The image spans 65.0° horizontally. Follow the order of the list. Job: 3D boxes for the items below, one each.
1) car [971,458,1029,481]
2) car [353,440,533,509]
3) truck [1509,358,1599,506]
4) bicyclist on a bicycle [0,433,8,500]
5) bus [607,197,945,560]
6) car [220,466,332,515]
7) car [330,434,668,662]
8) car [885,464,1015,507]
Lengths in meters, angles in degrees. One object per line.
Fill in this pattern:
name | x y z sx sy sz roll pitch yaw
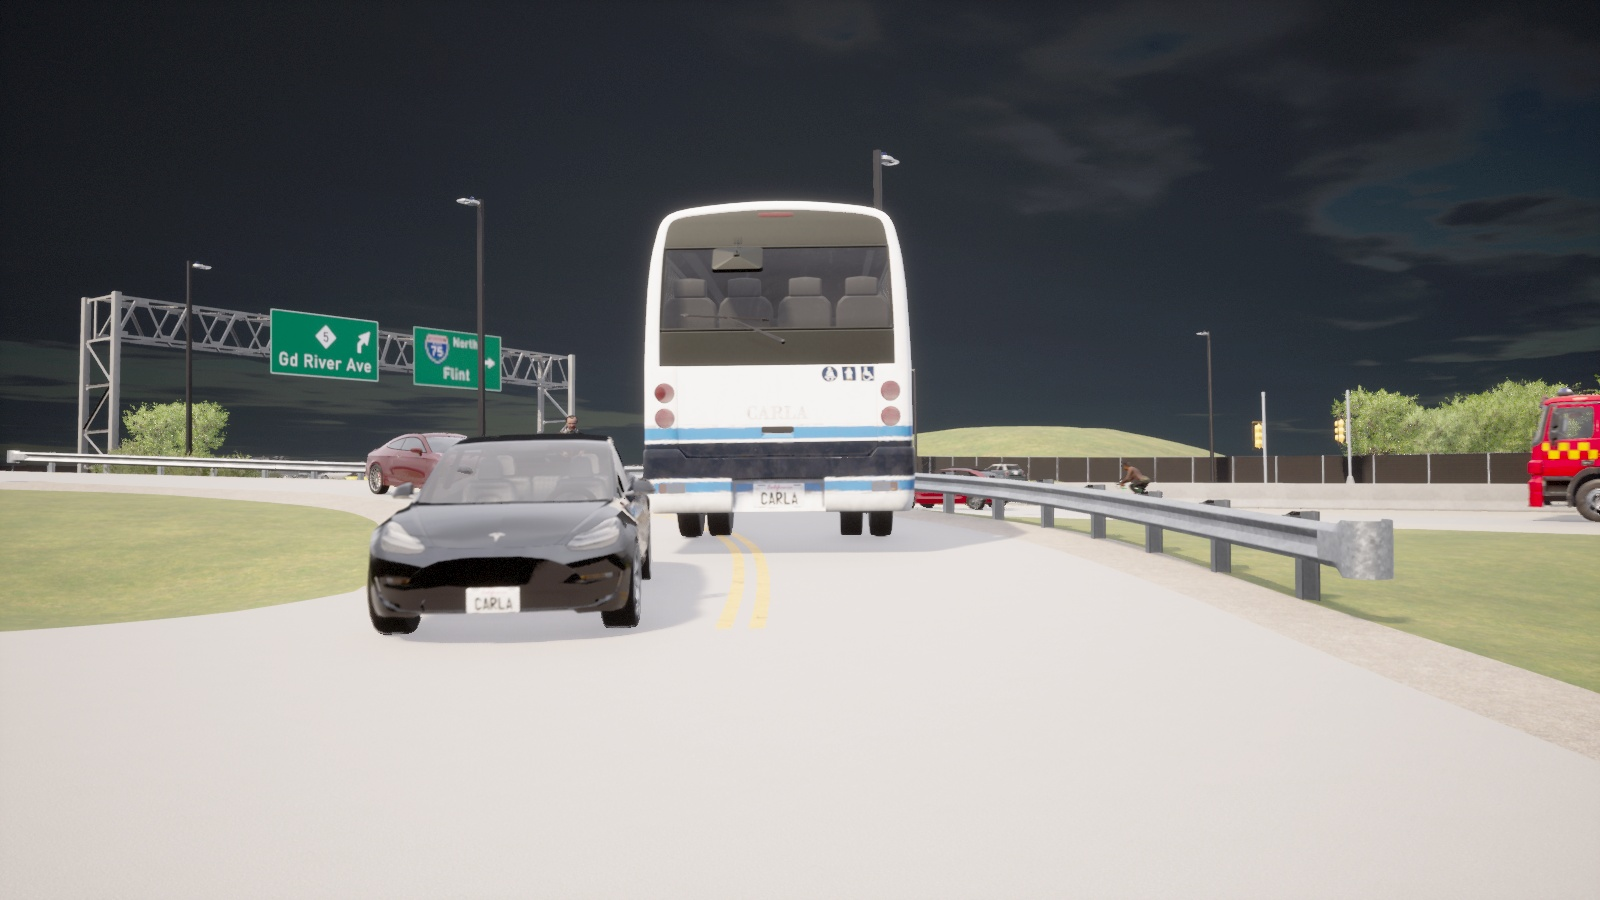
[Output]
car | 13.621 1.370 85.800 1.970 1.475 3.806 -1 -1 -28
car | -8.146 0.506 28.430 4.674 1.442 1.812 0 1 44
truck | 23.278 -0.515 32.270 8.468 3.827 2.891 -2 -2 35
bicyclist on a bicycle | -19.885 0.403 29.890 0.582 1.620 1.656 0 0 35
bus | -0.198 -0.933 20.298 3.944 4.253 10.273 -2 1 1
car | -20.958 1.627 50.145 4.605 1.855 1.932 -2 -2 35
car | -2.324 0.644 11.102 2.163 1.488 4.792 -2 1 -5
car | 5.312 1.266 44.709 4.193 1.474 1.816 -2 -2 35
